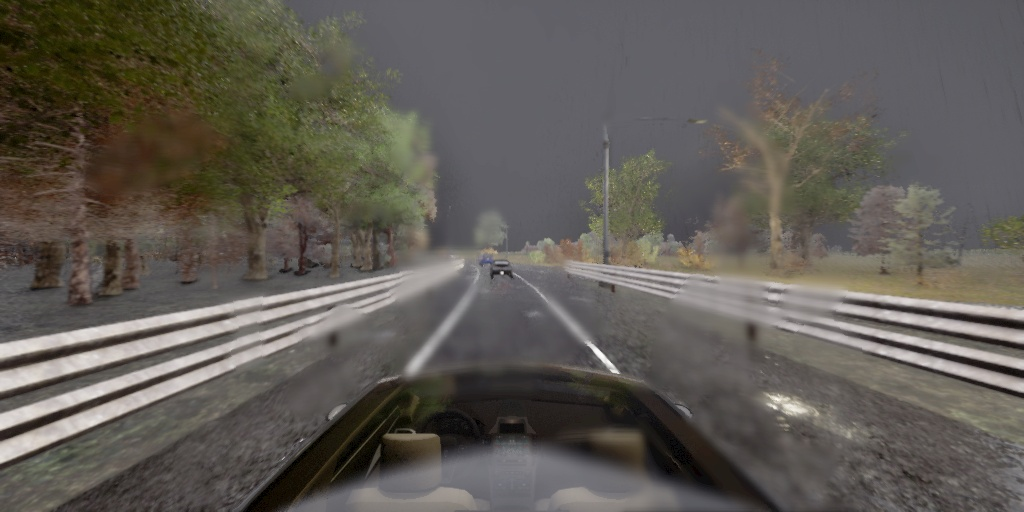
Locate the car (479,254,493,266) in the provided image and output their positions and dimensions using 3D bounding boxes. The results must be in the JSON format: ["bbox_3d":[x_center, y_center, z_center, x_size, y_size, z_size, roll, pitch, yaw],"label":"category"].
[{"bbox_3d":[-4.256,0.619,59.308,2.150,2.045,5.566,0,1,-9],"label":"car"}]

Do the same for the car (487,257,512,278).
[{"bbox_3d":[-1.010,1.077,31.270,1.837,1.490,4.892,0,0,-5],"label":"car"}]
